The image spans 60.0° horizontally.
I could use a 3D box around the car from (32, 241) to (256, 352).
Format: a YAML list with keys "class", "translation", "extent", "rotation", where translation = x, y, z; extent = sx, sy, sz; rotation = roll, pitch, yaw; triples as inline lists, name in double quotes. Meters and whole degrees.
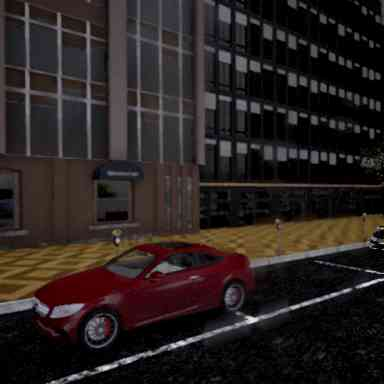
- class: "car"
  translation: [-0.620, 1.614, 6.142]
  extent: [4.206, 1.307, 1.802]
  rotation: [0, -1, -36]

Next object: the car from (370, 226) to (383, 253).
- class: "car"
  translation: [8.565, 1.636, 12.838]
  extent: [4.403, 1.369, 2.008]
  rotation: [0, -1, -36]
